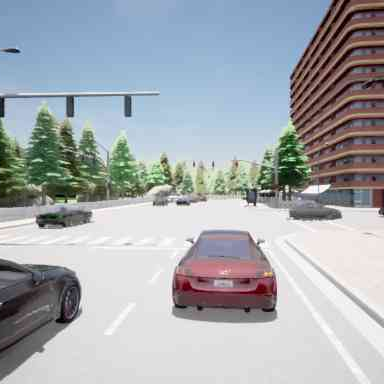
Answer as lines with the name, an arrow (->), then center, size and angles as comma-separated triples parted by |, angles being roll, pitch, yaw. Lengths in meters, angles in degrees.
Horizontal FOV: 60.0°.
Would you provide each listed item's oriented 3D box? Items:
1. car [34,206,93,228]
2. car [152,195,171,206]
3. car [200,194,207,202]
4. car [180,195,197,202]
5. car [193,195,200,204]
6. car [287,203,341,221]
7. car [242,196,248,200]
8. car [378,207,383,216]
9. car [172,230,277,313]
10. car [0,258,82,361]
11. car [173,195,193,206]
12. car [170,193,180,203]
car -> -8.433, 1.602, 22.251 | 1.895, 1.301, 4.718 | 0, 0, 6
car -> -5.093, 1.505, 53.719 | 1.837, 1.490, 4.892 | 0, 0, 6
car -> 1.912, 1.355, 75.583 | 2.097, 1.767, 4.553 | 0, 0, 18
car -> -0.799, 1.540, 78.398 | 2.033, 1.411, 5.357 | 0, 0, 22
car -> -0.184, 1.547, 65.711 | 2.033, 1.411, 5.357 | 0, 0, 7
car -> 10.036, 1.618, 27.419 | 4.181, 1.385, 1.994 | 0, 0, 12
car -> 15.718, 1.595, 90.463 | 4.718, 1.301, 1.895 | 0, 0, -40
car -> 19.230, 1.619, 29.983 | 4.181, 1.385, 1.994 | 0, 0, 6
car -> 0.771, 1.564, 7.788 | 1.994, 1.385, 4.181 | 0, 0, 6
car -> -3.136, 1.526, 4.295 | 1.812, 1.442, 4.674 | 0, 0, 7
car -> -1.416, 1.601, 55.180 | 1.895, 1.301, 4.718 | 0, 0, 6
car -> -3.521, 1.224, 67.502 | 2.150, 2.045, 5.566 | 0, 0, 7
